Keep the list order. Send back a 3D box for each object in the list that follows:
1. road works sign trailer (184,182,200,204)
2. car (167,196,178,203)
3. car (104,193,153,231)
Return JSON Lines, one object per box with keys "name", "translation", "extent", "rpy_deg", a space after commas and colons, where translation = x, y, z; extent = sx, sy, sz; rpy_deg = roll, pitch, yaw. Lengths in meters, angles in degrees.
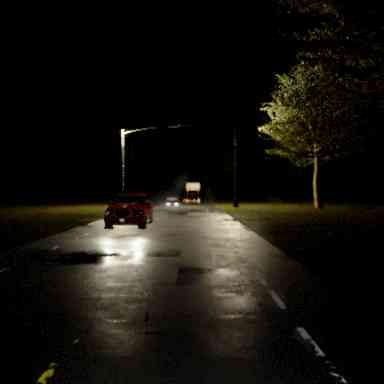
{"name": "road works sign trailer", "translation": [0.177, 0.186, 55.078], "extent": [2.380, 3.560, 2.880], "rpy_deg": [0, 0, 2]}
{"name": "car", "translation": [-3.573, 1.307, 61.671], "extent": [1.895, 1.301, 4.718], "rpy_deg": [0, 0, 1]}
{"name": "car", "translation": [-3.615, 1.078, 19.945], "extent": [2.150, 2.045, 5.566], "rpy_deg": [0, 0, 0]}
